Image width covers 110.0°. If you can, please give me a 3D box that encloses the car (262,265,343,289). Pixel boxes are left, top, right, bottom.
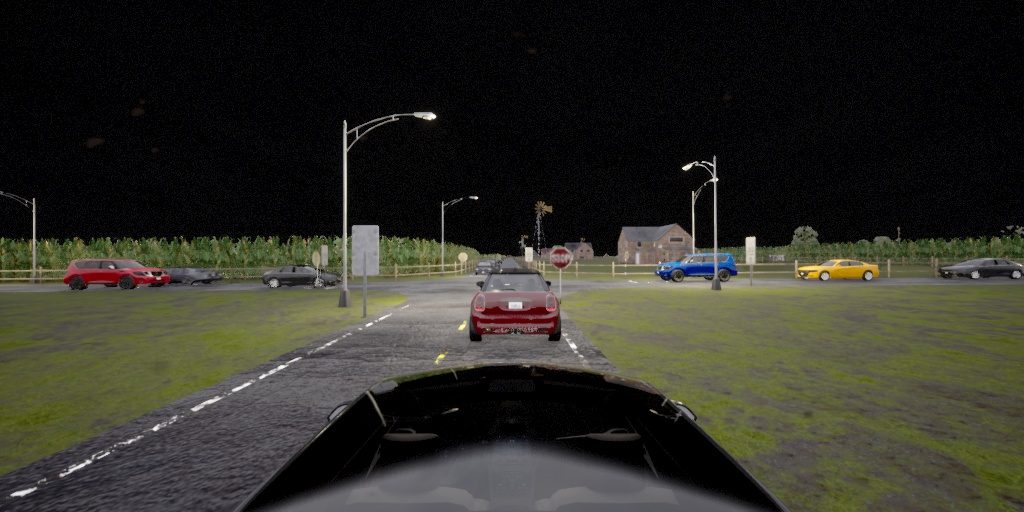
[{"bbox_3d":[-13.906,1.369,23.973,4.892,1.490,1.837,-1,0,0],"label":"car"}]

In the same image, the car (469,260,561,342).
[{"bbox_3d":[0.058,1.103,9.982,2.097,1.767,4.553,0,0,-1],"label":"car"}]

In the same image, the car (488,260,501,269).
[{"bbox_3d":[-2.999,1.359,60.649,1.994,1.385,4.181,0,0,0],"label":"car"}]

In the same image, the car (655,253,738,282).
[{"bbox_3d":[13.564,0.850,26.519,5.566,2.045,2.150,-1,0,0],"label":"car"}]

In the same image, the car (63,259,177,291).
[{"bbox_3d":[-26.507,1.203,24.121,5.566,2.045,2.150,-1,0,1],"label":"car"}]

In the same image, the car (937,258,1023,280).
[{"bbox_3d":[34.232,0.947,26.230,4.892,1.490,1.837,-1,0,0],"label":"car"}]

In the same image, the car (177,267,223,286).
[{"bbox_3d":[-25.033,1.523,27.063,5.357,1.411,2.033,-1,0,1],"label":"car"}]

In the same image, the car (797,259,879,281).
[{"bbox_3d":[23.871,1.013,26.377,5.008,1.535,1.882,-1,0,1],"label":"car"}]
